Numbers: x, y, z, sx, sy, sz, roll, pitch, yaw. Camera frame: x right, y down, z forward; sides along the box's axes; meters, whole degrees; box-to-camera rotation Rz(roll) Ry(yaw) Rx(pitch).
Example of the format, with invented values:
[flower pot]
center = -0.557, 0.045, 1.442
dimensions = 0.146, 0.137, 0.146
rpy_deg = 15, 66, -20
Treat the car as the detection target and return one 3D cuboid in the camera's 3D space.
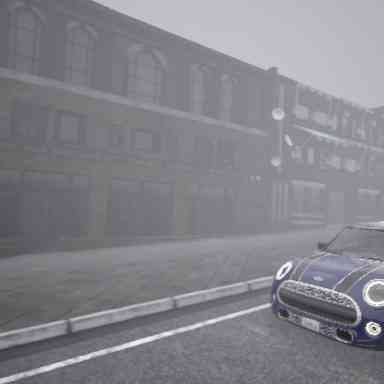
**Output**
[car]
center = 3.593, 1.382, 6.248
dimensions = 4.553, 1.767, 2.097
rpy_deg = 1, 0, -35
